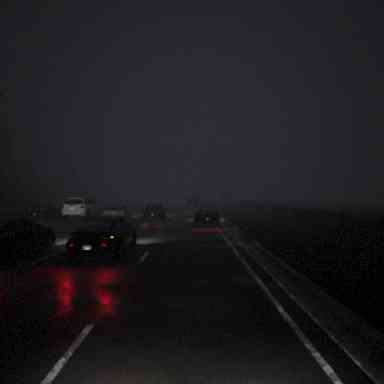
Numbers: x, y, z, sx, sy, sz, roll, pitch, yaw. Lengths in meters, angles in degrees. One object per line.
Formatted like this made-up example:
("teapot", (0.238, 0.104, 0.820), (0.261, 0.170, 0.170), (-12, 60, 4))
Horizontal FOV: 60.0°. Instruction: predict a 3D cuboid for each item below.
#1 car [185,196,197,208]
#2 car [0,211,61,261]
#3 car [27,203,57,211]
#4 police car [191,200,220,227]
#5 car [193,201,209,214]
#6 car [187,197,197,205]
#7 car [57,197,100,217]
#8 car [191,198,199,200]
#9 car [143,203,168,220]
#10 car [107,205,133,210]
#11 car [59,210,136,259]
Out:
("car", (0.006, 1.801, 60.920), (2.150, 2.045, 5.566), (0, -1, 0))
("car", (-6.898, 1.647, 12.603), (1.812, 1.442, 4.674), (0, -1, 0))
("car", (-13.897, 1.795, 31.749), (2.128, 1.511, 4.902), (0, -1, 0))
("police car", (1.052, 1.668, 25.396), (1.930, 1.638, 5.238), (0, -1, 0))
("car", (1.053, 1.899, 41.285), (1.837, 1.490, 4.892), (0, -1, 0))
("car", (0.007, 1.983, 75.859), (2.097, 1.767, 4.553), (0, -1, 0))
("car", (-10.398, 1.522, 31.523), (2.150, 2.045, 5.566), (0, -1, 0))
("car", (1.053, 1.794, 35.476), (1.801, 1.575, 5.366), (0, -1, 0))
("car", (-3.398, 1.790, 31.215), (2.128, 1.511, 4.902), (0, -1, 0))
("car", (-6.896, 1.903, 31.597), (1.895, 1.301, 4.718), (0, -1, 0))
("car", (-3.398, 1.651, 13.085), (1.812, 1.442, 4.674), (0, -1, 0))
